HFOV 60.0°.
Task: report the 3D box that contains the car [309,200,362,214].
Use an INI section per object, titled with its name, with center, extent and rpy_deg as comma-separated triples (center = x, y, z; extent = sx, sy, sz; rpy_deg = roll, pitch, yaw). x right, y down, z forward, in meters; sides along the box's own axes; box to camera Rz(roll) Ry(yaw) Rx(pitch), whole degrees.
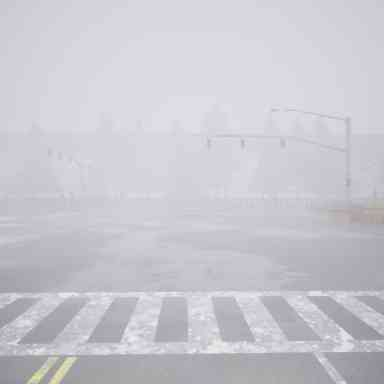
[car]
center = 15.411, 1.547, 35.539
extent = 5.357, 1.411, 2.033
rpy_deg = 0, 0, -2
